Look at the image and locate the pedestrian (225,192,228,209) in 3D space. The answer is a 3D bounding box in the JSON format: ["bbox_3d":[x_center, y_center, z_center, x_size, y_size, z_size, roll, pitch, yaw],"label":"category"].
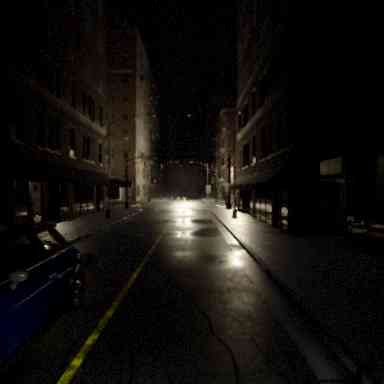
[{"bbox_3d":[3.625,0.904,35.284,0.375,1.860,0.375,0,0,0],"label":"pedestrian"}]

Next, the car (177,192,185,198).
[{"bbox_3d":[-2.960,0.680,93.521,2.097,1.767,4.553,0,0,0],"label":"car"}]

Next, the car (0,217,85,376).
[{"bbox_3d":[-3.102,1.323,4.507,2.097,1.767,4.553,0,0,0],"label":"car"}]
